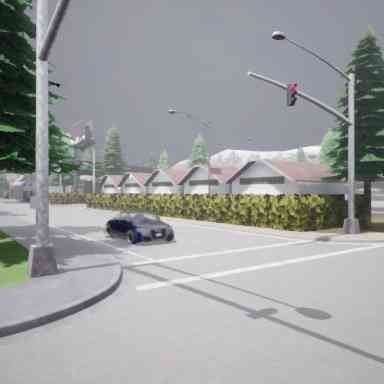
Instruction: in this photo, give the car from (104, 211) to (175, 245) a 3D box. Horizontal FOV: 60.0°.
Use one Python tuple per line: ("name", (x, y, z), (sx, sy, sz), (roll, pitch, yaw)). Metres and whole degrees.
("car", (-2.579, 1.607, 15.774), (1.994, 1.385, 4.181), (0, 1, -36))
